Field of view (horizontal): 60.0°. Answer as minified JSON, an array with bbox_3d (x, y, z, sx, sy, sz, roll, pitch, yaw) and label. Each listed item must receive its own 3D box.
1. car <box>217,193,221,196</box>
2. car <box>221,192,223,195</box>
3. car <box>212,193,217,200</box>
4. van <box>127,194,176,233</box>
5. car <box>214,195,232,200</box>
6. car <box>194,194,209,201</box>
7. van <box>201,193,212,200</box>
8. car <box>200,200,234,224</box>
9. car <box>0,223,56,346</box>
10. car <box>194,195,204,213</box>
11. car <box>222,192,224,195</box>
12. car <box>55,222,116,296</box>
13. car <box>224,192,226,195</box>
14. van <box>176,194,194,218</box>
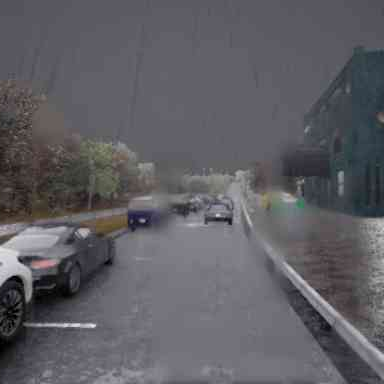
[{"bbox_3d":[3.762,1.158,64.758,2.435,2.045,5.566,0,0,9],"label":"car"},{"bbox_3d":[5.142,1.366,74.545,2.097,1.535,5.008,0,0,10],"label":"car"},{"bbox_3d":[2.823,1.447,58.079,2.002,1.452,4.674,0,0,8],"label":"car"},{"bbox_3d":[-2.410,1.230,19.804,1.878,1.987,4.442,-1,1,6],"label":"van"},{"bbox_3d":[4.220,1.475,41.057,2.033,1.411,5.357,0,0,8],"label":"car"},{"bbox_3d":[0.501,1.418,41.585,2.231,1.521,4.892,0,1,6],"label":"car"},{"bbox_3d":[1.298,1.204,47.214,1.878,1.987,4.442,0,0,10],"label":"van"},{"bbox_3d":[1.973,1.527,24.205,1.994,1.385,4.181,0,0,7],"label":"car"},{"bbox_3d":[-3.642,1.221,3.036,2.435,2.045,5.566,-1,1,-1],"label":"car"},{"bbox_3d":[-0.268,1.459,36.128,2.163,1.488,4.792,0,1,6],"label":"car"},{"bbox_3d":[5.914,1.374,80.039,2.097,1.535,5.008,0,0,10],"label":"car"},{"bbox_3d":[-3.382,1.510,8.592,2.002,1.452,4.674,-1,1,3],"label":"car"},{"bbox_3d":[7.351,1.365,90.191,1.946,1.575,5.366,0,0,10],"label":"car"},{"bbox_3d":[-1.175,1.215,29.679,1.878,1.987,4.442,-1,1,6],"label":"van"}]
